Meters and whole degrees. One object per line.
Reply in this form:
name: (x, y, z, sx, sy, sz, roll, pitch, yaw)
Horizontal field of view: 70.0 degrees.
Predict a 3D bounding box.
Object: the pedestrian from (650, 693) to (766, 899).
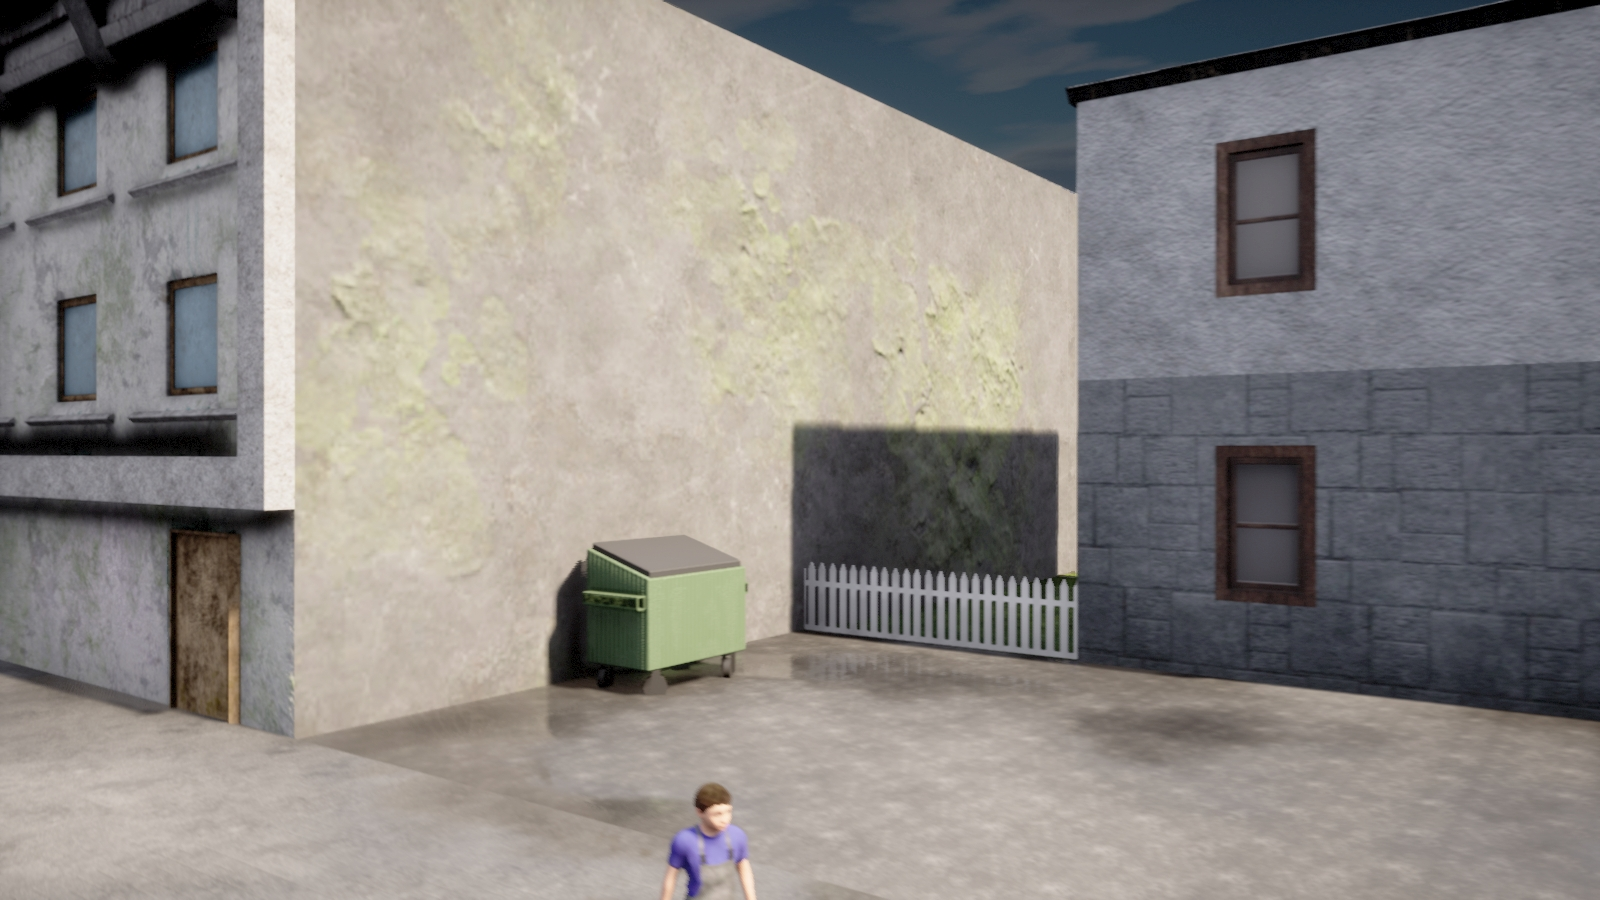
pedestrian: (-0.417, 1.807, 5.169, 0.375, 1.300, 0.375, 0, 0, -40)
